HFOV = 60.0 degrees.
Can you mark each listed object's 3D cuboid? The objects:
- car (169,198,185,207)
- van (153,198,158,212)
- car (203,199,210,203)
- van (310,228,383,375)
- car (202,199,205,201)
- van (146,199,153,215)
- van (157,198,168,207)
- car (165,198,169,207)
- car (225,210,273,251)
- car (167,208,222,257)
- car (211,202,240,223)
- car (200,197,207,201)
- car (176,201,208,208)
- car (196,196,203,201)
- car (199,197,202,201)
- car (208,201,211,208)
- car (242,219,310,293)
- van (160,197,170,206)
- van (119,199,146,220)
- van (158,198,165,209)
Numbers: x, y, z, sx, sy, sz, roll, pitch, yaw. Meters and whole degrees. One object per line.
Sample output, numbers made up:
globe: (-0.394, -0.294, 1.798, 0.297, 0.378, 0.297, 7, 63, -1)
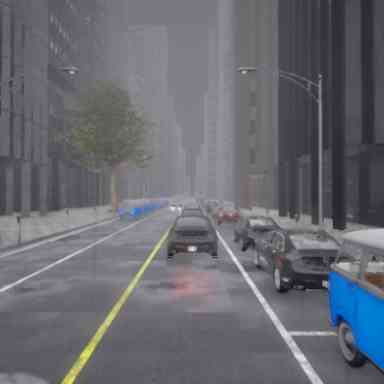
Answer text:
car: (-2.980, 2.256, 64.526, 1.895, 1.301, 4.718, 0, -1, 1)
van: (-5.735, 1.769, 42.626, 1.690, 1.788, 3.998, 0, -1, 0)
car: (2.790, 1.994, 42.625, 1.947, 1.339, 4.313, 0, -1, 0)
van: (2.766, 1.375, 3.297, 1.690, 1.788, 3.998, 0, -1, 0)
car: (2.793, 2.052, 48.243, 1.947, 1.339, 4.313, 0, -1, 0)
van: (-5.739, 1.712, 37.007, 1.690, 1.788, 3.998, 0, -1, 0)
van: (-5.722, 2.003, 65.097, 1.690, 1.788, 3.998, 0, -1, 0)
car: (-5.725, 2.148, 59.477, 1.887, 1.381, 4.507, 0, -1, 0)
car: (2.773, 1.696, 14.533, 2.008, 1.369, 4.403, 0, -1, 0)
car: (0.025, 1.642, 13.499, 1.837, 1.490, 4.892, 0, 0, 0)
car: (2.780, 1.697, 25.771, 1.967, 1.590, 4.097, 0, -1, 0)
car: (2.800, 2.130, 59.651, 1.752, 1.417, 4.829, 0, -1, 0)
car: (0.034, 1.777, 28.504, 2.128, 1.511, 4.902, 0, 0, 0)
car: (2.813, 2.156, 81.957, 2.192, 1.841, 5.009, 0, -1, 0)
car: (2.803, 2.228, 65.099, 1.947, 1.339, 4.313, 0, -1, 0)
car: (2.783, 1.841, 31.558, 1.752, 1.417, 4.829, 0, -1, 0)
car: (2.769, 1.640, 8.914, 2.008, 1.369, 4.403, 0, -1, 0)
van: (-5.718, 2.062, 70.716, 1.690, 1.788, 3.998, 0, -1, 0)
van: (-5.742, 1.655, 31.389, 1.690, 1.788, 3.998, 0, -1, 0)
van: (-5.728, 1.886, 53.862, 1.690, 1.788, 3.998, 0, -1, 0)
